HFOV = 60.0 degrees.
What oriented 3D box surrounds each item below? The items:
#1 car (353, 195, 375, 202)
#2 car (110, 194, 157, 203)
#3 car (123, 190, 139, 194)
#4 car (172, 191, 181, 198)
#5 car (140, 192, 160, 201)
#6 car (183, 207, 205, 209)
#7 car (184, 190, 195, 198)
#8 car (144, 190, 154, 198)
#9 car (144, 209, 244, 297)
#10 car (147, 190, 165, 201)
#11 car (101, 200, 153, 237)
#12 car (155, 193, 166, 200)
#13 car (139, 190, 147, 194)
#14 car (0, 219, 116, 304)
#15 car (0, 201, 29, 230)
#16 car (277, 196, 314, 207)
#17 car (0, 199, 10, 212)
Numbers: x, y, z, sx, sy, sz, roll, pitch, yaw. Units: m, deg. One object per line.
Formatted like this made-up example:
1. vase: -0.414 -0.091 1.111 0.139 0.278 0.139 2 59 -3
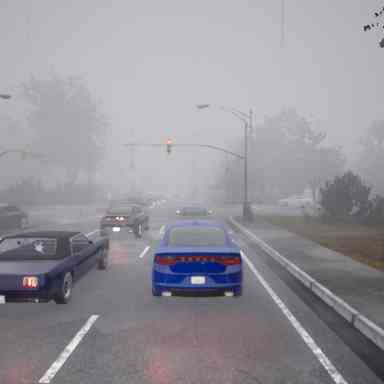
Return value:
1. car: 22.471 1.175 43.309 4.892 1.490 1.837 0 1 -3
2. car: -7.117 1.255 38.949 2.033 1.411 5.357 1 1 42
3. car: -10.545 0.930 53.876 2.097 1.767 4.553 0 0 1
4. car: -3.851 0.737 85.305 2.033 1.411 5.357 0 1 -4
5. car: -7.016 1.127 55.487 1.994 1.385 4.181 0 1 0
6. car: 0.123 1.459 17.549 1.994 1.385 4.181 0 0 0
7. car: -0.354 0.419 85.440 2.150 2.045 5.566 0 1 -4
8. car: -10.806 0.445 84.255 2.150 2.045 5.566 0 1 -3
9. car: 0.113 1.446 8.567 1.882 1.535 5.008 0 0 0
10. car: -6.976 0.956 64.295 1.882 1.535 5.008 0 1 0
11. car: -3.376 1.402 17.272 1.837 1.490 4.892 0 0 0
12. car: -6.997 0.957 74.320 1.895 1.301 4.718 0 1 -1
13. car: -10.474 0.709 63.460 2.150 2.045 5.566 0 1 0
14. car: -3.388 1.573 8.020 1.895 1.301 4.718 0 0 0
15. car: -10.441 1.400 17.462 1.837 1.490 4.892 0 0 1
16. car: 13.283 1.200 42.801 4.674 1.442 1.812 0 1 -3
17. car: -21.337 1.355 33.679 4.718 1.301 1.895 0 1 -3
